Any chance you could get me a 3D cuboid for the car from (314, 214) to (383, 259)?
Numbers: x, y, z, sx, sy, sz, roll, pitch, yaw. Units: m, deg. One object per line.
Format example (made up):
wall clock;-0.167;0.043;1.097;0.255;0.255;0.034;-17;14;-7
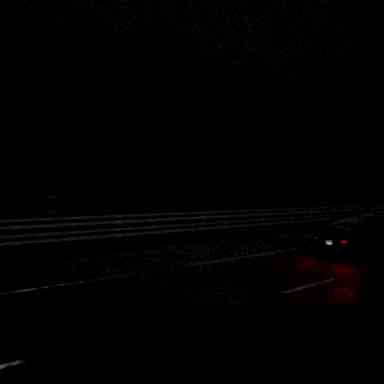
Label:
car;6.592;1.561;12.764;4.674;1.442;1.812;0;0;-35
